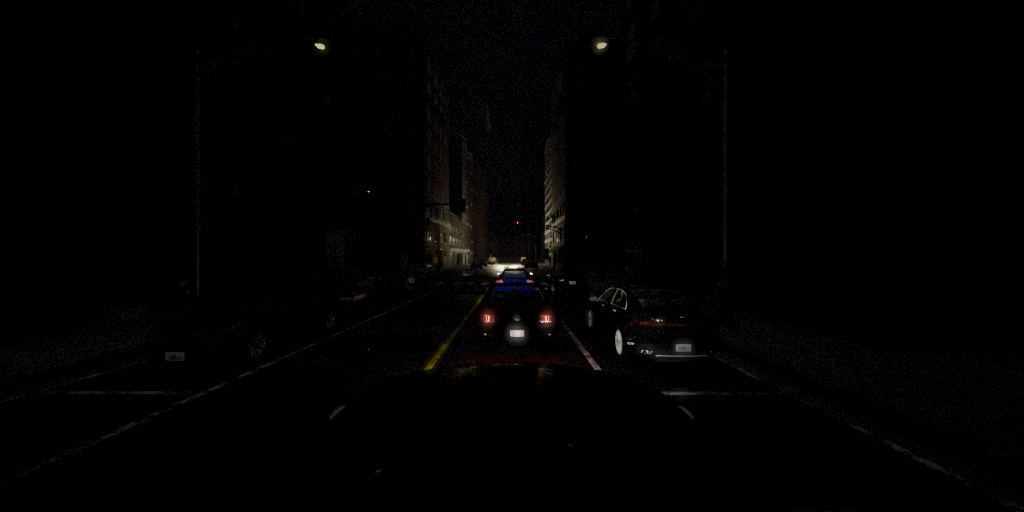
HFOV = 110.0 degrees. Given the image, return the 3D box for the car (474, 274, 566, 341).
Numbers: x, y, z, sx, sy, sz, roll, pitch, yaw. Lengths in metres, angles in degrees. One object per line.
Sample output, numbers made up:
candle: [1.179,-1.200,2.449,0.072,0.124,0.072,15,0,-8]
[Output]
car: [0.118,1.351,9.797,1.895,1.301,4.718,0,0,0]

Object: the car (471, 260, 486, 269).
car: [-5.477,1.368,56.301,1.802,1.307,4.207,0,0,0]

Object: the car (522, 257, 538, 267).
car: [3.048,1.226,56.264,1.967,1.591,4.097,0,0,0]

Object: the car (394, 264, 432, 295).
car: [-5.619,1.190,19.200,1.967,1.591,4.097,0,0,0]

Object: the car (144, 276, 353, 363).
car: [-5.650,1.315,8.197,1.948,1.339,4.313,0,0,0]

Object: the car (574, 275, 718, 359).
car: [2.875,1.300,8.172,2.007,1.370,4.403,0,0,0]

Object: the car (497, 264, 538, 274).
car: [0.145,1.315,18.556,1.994,1.385,4.181,0,0,1]

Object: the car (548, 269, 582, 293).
car: [2.907,1.316,19.175,1.948,1.339,4.313,0,0,0]

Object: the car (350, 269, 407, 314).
car: [-5.635,1.332,13.698,1.802,1.307,4.207,0,0,0]
